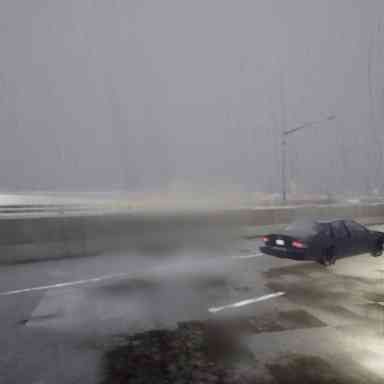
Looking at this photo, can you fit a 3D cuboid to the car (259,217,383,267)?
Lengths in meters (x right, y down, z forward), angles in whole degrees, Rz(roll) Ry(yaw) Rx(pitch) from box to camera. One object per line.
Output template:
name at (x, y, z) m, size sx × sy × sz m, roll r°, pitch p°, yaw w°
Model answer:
car at (4.723, 1.571, 11.456) m, size 5.357 × 1.411 × 2.033 m, roll 0°, pitch 0°, yaw -35°
